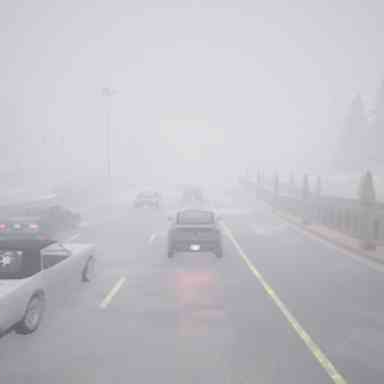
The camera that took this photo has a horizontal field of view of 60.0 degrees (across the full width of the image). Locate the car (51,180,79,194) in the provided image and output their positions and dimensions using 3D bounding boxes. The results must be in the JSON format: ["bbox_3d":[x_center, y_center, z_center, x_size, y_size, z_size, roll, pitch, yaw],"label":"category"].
[{"bbox_3d":[-14.068,-0.633,36.976,1.994,1.385,4.181,0,7,0],"label":"car"}]

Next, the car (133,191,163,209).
[{"bbox_3d":[-3.418,0.558,26.858,1.895,1.301,4.718,0,5,0],"label":"car"}]

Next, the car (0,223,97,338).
[{"bbox_3d":[-3.399,1.585,6.629,1.895,1.301,4.718,0,0,0],"label":"car"}]

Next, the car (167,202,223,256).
[{"bbox_3d":[0.102,1.371,12.498,1.837,1.490,4.892,0,1,0],"label":"car"}]

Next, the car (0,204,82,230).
[{"bbox_3d":[-6.898,1.288,15.655,2.033,1.411,5.357,0,3,0],"label":"car"}]

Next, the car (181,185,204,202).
[{"bbox_3d":[0.063,0.094,30.473,1.837,1.490,4.892,0,6,0],"label":"car"}]
